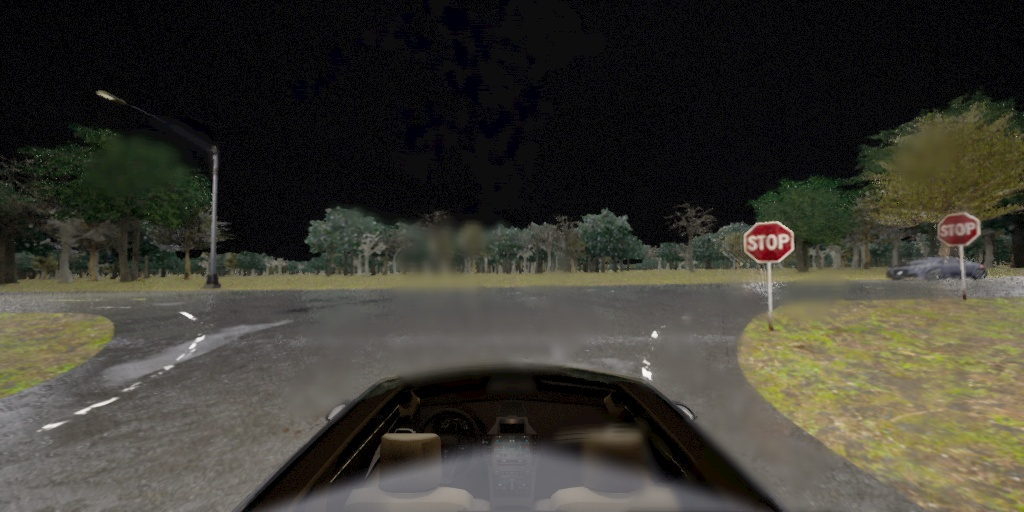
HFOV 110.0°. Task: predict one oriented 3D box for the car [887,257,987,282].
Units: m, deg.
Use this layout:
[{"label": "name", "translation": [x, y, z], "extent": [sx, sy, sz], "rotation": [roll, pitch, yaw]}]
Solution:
[{"label": "car", "translation": [24.396, 0.754, 20.703], "extent": [4.181, 1.385, 1.994], "rotation": [-1, -3, -1]}]
